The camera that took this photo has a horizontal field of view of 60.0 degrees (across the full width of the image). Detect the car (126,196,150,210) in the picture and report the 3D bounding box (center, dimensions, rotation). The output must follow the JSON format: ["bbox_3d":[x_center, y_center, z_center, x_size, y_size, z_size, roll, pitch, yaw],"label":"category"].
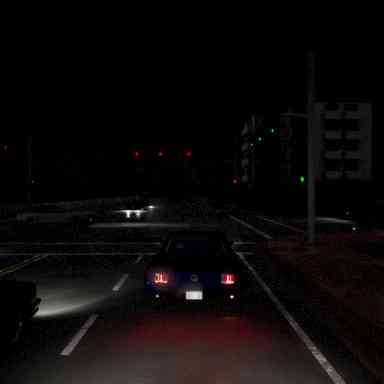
[{"bbox_3d":[-7.178,1.547,43.300,2.033,1.411,5.357,0,0,0],"label":"car"}]

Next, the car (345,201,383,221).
[{"bbox_3d":[15.001,1.505,27.013,4.892,1.490,1.837,0,0,-2],"label":"car"}]

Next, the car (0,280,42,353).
[{"bbox_3d":[-3.452,1.547,3.087,2.033,1.411,5.357,0,0,0],"label":"car"}]

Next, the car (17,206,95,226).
[{"bbox_3d":[-9.107,1.601,22.638,4.718,1.301,1.895,0,0,0],"label":"car"}]

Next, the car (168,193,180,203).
[{"bbox_3d":[-3.647,1.221,67.338,2.150,2.045,5.566,0,0,0],"label":"car"}]

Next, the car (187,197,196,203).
[{"bbox_3d":[-0.147,1.601,67.360,1.895,1.301,4.718,0,0,0],"label":"car"}]

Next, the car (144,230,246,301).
[{"bbox_3d":[0.114,1.601,8.291,1.895,1.301,4.718,0,0,2],"label":"car"}]

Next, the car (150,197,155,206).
[{"bbox_3d":[-7.194,1.504,54.456,1.837,1.490,4.892,0,0,0],"label":"car"}]
